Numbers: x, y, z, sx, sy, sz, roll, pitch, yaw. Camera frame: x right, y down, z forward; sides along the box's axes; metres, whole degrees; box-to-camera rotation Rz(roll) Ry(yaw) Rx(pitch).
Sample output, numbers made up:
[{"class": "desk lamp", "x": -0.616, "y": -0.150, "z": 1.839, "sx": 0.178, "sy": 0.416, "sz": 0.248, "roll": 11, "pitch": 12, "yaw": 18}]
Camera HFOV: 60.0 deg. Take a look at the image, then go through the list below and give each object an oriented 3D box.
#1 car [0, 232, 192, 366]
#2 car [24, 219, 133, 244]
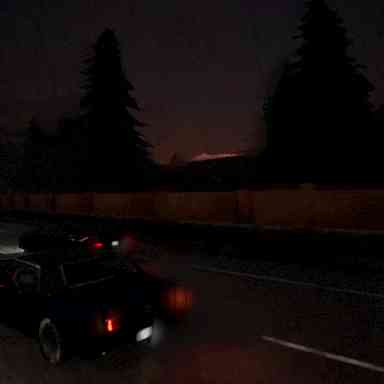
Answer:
[{"class": "car", "x": -2.382, "y": 1.673, "z": 5.947, "sx": 4.718, "sy": 1.301, "sz": 1.895, "roll": -1, "pitch": -1, "yaw": 38}, {"class": "car", "x": -4.312, "y": 1.689, "z": 12.033, "sx": 5.357, "sy": 1.411, "sz": 2.033, "roll": -1, "pitch": -1, "yaw": 40}]
